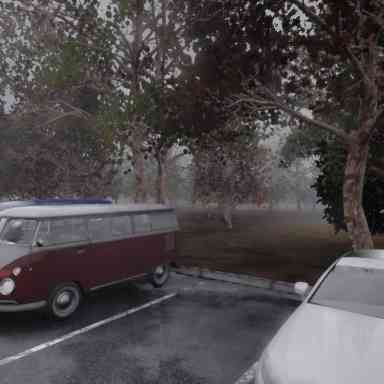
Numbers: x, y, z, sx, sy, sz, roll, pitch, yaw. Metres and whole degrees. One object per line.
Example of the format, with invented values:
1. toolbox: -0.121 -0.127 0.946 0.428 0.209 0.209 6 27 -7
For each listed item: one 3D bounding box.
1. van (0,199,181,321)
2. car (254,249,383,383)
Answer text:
1. van: -2.194 1.255 7.197 1.878 1.987 4.442 0 0 36
2. car: 2.402 1.520 4.050 2.002 1.452 4.674 0 0 36
